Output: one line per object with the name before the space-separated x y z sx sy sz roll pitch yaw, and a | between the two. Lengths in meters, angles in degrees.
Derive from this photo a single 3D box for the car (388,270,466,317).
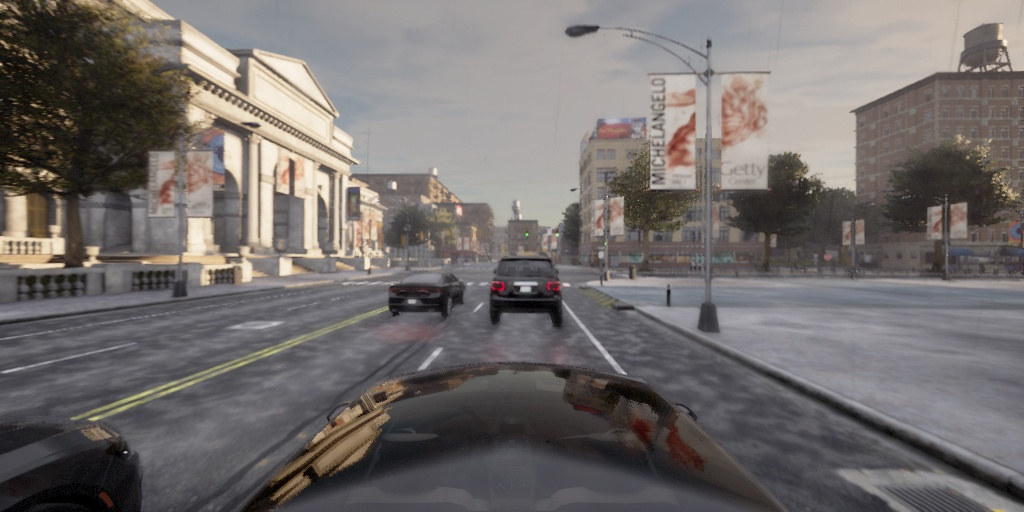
car | -2.972 1.252 13.457 1.882 1.535 5.008 0 0 2

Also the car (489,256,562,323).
car | 0.476 1.009 12.466 2.150 2.045 5.566 0 0 2

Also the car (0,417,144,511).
car | -3.208 1.237 0.232 1.837 1.490 4.892 0 0 -2
